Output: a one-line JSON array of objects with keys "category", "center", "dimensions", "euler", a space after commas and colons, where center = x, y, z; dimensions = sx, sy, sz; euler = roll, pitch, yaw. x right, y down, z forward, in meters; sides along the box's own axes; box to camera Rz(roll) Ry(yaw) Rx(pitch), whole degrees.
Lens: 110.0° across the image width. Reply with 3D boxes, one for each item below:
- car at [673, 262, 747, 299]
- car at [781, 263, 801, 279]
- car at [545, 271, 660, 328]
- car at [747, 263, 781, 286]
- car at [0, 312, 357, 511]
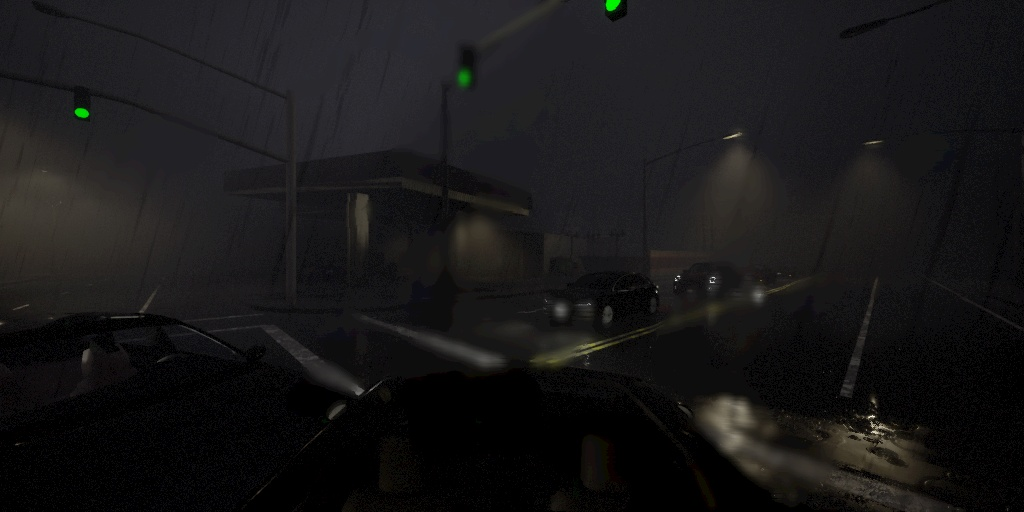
[{"category": "car", "center": [10.041, 1.102, 18.340], "dimensions": [4.553, 1.767, 2.097], "euler": [0, 0, -44]}, {"category": "car", "center": [24.343, 1.314, 32.057], "dimensions": [4.181, 1.385, 1.994], "euler": [0, 0, -44]}, {"category": "car", "center": [3.083, 1.255, 11.615], "dimensions": [4.892, 1.490, 1.837], "euler": [0, 0, -44]}, {"category": "car", "center": [17.087, 1.314, 25.129], "dimensions": [4.181, 1.385, 1.994], "euler": [0, 0, -45]}, {"category": "car", "center": [-3.375, 1.242, 2.708], "dimensions": [4.902, 1.511, 2.128], "euler": [0, 0, 16]}]
